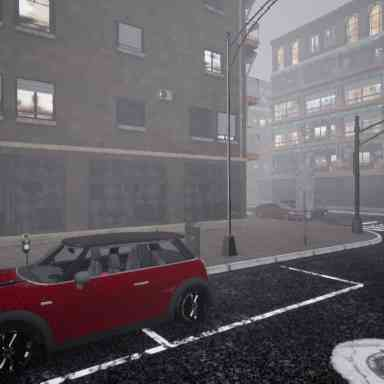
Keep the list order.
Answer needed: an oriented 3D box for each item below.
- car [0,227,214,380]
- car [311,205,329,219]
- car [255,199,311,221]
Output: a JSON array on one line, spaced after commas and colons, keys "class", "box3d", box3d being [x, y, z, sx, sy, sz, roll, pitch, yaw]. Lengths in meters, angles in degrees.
[{"class": "car", "box3d": [-1.698, 1.440, 5.408, 4.097, 1.590, 1.967, 0, 0, -35]}, {"class": "car", "box3d": [8.879, 1.347, 27.703, 1.882, 1.535, 5.008, -1, 1, -35]}, {"class": "car", "box3d": [6.793, 1.472, 26.182, 1.802, 1.307, 4.206, 0, 0, -35]}]
